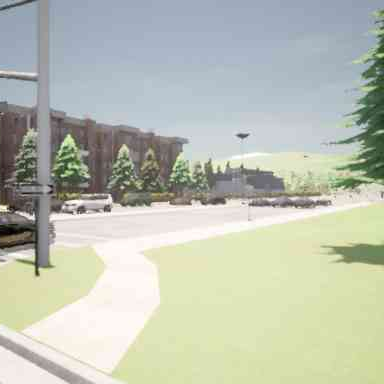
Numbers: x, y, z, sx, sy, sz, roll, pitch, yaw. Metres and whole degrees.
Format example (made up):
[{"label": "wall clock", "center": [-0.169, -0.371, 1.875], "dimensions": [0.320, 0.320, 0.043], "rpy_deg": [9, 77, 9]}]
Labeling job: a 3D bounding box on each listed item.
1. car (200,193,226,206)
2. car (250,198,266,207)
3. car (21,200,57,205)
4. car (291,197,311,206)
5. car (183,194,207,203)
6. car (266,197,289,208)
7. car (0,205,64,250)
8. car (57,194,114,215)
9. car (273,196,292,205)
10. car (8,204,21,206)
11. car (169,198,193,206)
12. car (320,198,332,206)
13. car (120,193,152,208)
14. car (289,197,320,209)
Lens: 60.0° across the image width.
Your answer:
[{"label": "car", "center": [3.632, 1.240, 55.348], "dimensions": [2.150, 2.045, 5.566], "rpy_deg": [0, 0, 36]}, {"label": "car", "center": [10.459, 1.577, 50.986], "dimensions": [1.994, 1.385, 4.181], "rpy_deg": [0, 0, 36]}, {"label": "car", "center": [-14.975, 1.544, 34.997], "dimensions": [1.812, 1.442, 4.674], "rpy_deg": [0, 0, 35]}, {"label": "car", "center": [18.672, 1.612, 56.697], "dimensions": [1.895, 1.301, 4.718], "rpy_deg": [0, 0, 35]}, {"label": "car", "center": [0.636, 1.200, 63.196], "dimensions": [2.128, 1.511, 4.902], "rpy_deg": [0, 0, 35]}, {"label": "car", "center": [13.211, 1.559, 48.819], "dimensions": [2.033, 1.411, 5.357], "rpy_deg": [0, 0, 36]}, {"label": "car", "center": [-7.382, 1.485, 12.773], "dimensions": [1.882, 1.535, 5.008], "rpy_deg": [-2, 0, 14]}, {"label": "car", "center": [-10.766, 1.237, 34.905], "dimensions": [2.150, 2.045, 5.566], "rpy_deg": [0, 0, 35]}, {"label": "car", "center": [16.153, 1.539, 59.201], "dimensions": [1.812, 1.442, 4.674], "rpy_deg": [0, 0, 35]}, {"label": "car", "center": [-17.825, 1.620, 37.028], "dimensions": [1.895, 1.301, 4.718], "rpy_deg": [0, 0, 35]}, {"label": "car", "center": [-1.856, 1.582, 53.673], "dimensions": [1.994, 1.385, 4.181], "rpy_deg": [0, 0, 35]}, {"label": "car", "center": [21.539, 1.611, 54.688], "dimensions": [1.895, 1.301, 4.718], "rpy_deg": [0, 0, 35]}, {"label": "car", "center": [-8.398, 1.235, 50.464], "dimensions": [2.150, 2.045, 5.566], "rpy_deg": [0, 1, 35]}, {"label": "car", "center": [15.747, 1.501, 46.344], "dimensions": [2.128, 1.511, 4.902], "rpy_deg": [0, 0, 36]}]
